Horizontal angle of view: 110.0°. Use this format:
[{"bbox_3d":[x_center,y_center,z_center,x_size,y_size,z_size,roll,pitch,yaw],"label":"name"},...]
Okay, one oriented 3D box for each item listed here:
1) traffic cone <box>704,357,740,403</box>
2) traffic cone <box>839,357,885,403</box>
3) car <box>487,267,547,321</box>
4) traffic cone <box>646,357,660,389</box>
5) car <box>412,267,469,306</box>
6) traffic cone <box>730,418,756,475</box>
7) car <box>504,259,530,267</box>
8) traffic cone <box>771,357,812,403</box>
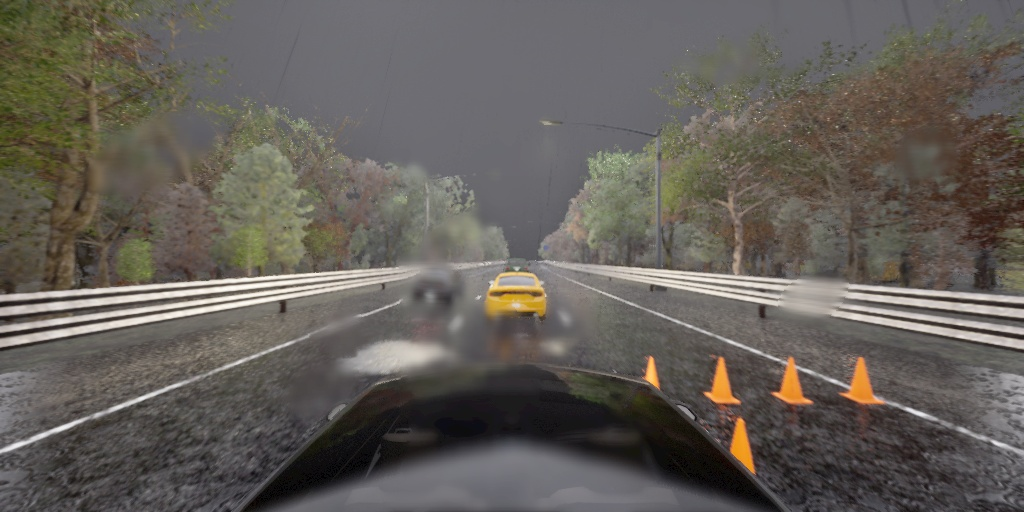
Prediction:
[{"bbox_3d":[2.999,1.744,5.134,0.340,0.580,0.340,0,0,0],"label":"traffic cone"},{"bbox_3d":[4.999,1.748,5.134,0.340,0.580,0.340,0,0,0],"label":"traffic cone"},{"bbox_3d":[0.170,1.337,13.088,1.882,1.535,5.008,0,-1,0],"label":"car"},{"bbox_3d":[1.999,1.743,5.134,0.340,0.580,0.340,0,0,0],"label":"traffic cone"},{"bbox_3d":[-3.258,1.311,16.991,1.837,1.490,4.892,9,2,1],"label":"car"},{"bbox_3d":[1.999,1.723,3.134,0.340,0.580,0.340,0,0,0],"label":"traffic cone"},{"bbox_3d":[0.459,1.263,32.609,2.150,2.045,5.566,0,-1,1],"label":"car"},{"bbox_3d":[3.999,1.746,5.134,0.340,0.580,0.340,0,0,0],"label":"traffic cone"}]
